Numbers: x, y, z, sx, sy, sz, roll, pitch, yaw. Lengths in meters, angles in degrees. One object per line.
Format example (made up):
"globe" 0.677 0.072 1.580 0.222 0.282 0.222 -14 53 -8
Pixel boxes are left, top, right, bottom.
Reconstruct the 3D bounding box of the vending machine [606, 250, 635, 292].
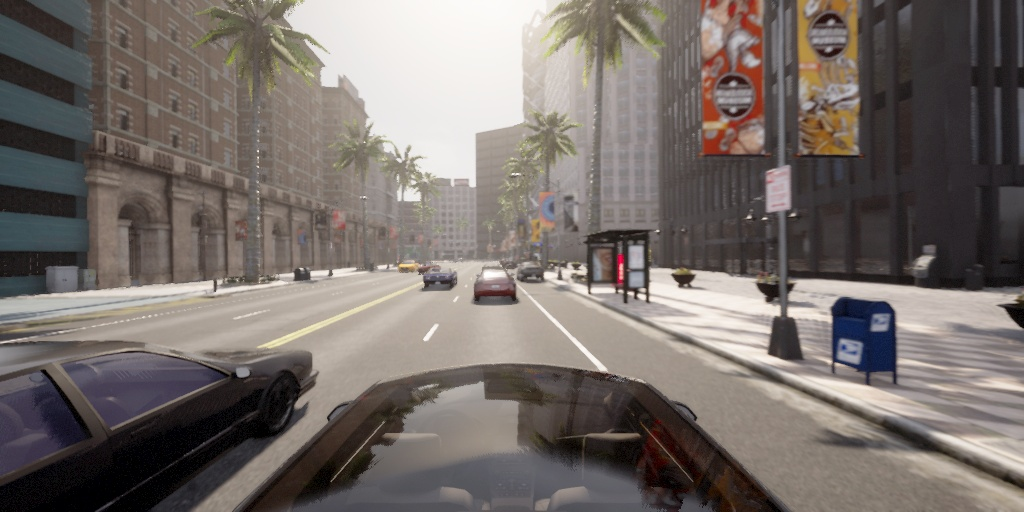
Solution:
"vending machine" 6.287 0.846 20.831 1.100 2.100 0.880 0 0 -4

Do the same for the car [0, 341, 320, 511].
"car" -3.484 1.340 2.405 2.033 1.411 5.357 -1 0 -2

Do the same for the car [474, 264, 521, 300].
"car" -0.841 1.306 17.699 1.994 1.385 4.181 -1 0 -3

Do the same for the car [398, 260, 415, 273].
"car" -13.409 1.341 46.792 1.882 1.535 5.008 -1 0 -3

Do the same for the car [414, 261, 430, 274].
"car" -9.567 1.423 41.428 1.895 1.301 4.718 -1 0 -4

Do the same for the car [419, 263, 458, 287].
"car" -4.772 1.383 24.564 1.895 1.301 4.718 -1 0 -4

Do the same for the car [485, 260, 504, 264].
"car" -2.114 1.335 37.620 1.895 1.301 4.718 -1 0 -4
